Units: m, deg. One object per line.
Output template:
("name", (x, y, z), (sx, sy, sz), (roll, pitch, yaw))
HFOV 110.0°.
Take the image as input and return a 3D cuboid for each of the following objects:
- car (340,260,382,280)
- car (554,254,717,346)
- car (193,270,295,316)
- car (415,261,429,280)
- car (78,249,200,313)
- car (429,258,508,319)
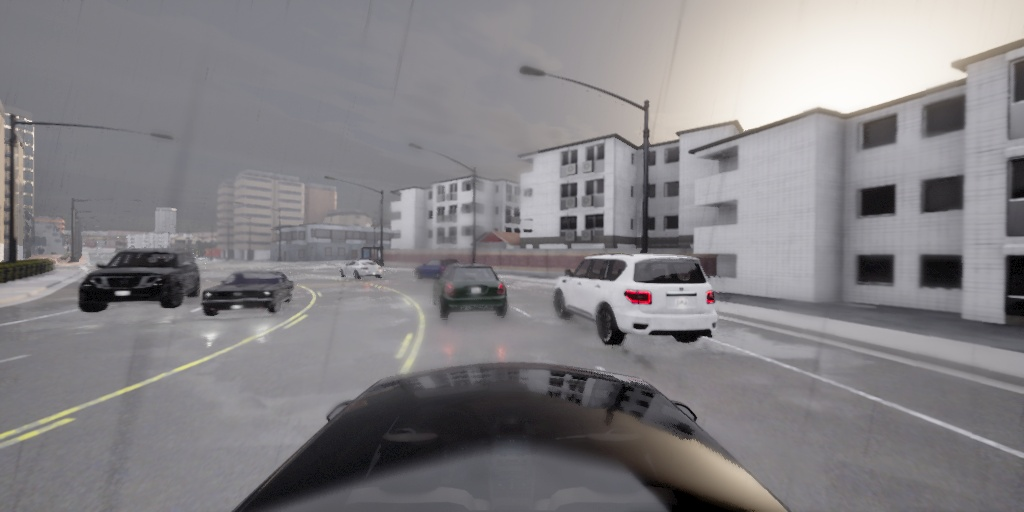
("car", (-11.798, 1.025, 28.018), (4.674, 1.442, 1.812), (1, 0, 44))
("car", (2.834, 0.966, 9.639), (2.150, 2.045, 5.566), (1, 0, -10))
("car", (-9.091, 1.200, 12.729), (1.895, 1.301, 4.718), (1, 0, -24))
("car", (-5.328, 0.931, 26.246), (2.097, 1.767, 4.553), (0, 0, -39))
("car", (-13.464, 0.770, 13.431), (2.150, 2.045, 5.566), (1, 0, -32))
("car", (-1.651, 1.033, 12.768), (2.097, 1.767, 4.553), (0, 0, -16))
